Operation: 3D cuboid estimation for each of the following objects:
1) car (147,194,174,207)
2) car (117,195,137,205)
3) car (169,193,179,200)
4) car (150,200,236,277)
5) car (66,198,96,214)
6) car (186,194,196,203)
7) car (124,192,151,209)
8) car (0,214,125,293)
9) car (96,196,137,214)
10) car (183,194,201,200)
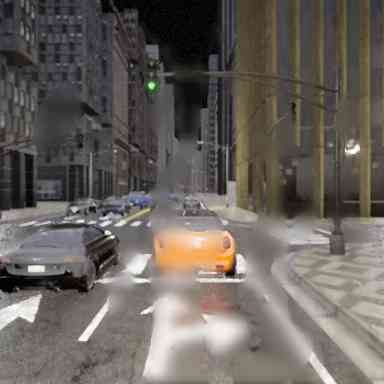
[{"bbox_3d":[-3.256,1.294,35.013,1.837,1.490,4.892,0,0,0],"label":"car"},{"bbox_3d":[-9.936,1.219,51.240,2.033,1.411,5.357,0,0,0],"label":"car"},{"bbox_3d":[-3.433,0.956,60.401,2.097,1.767,4.553,0,0,0],"label":"car"},{"bbox_3d":[0.068,1.296,10.217,2.097,1.767,4.553,0,0,0],"label":"car"},{"bbox_3d":[-9.948,1.313,30.457,2.128,1.511,4.902,0,0,-1],"label":"car"},{"bbox_3d":[-0.179,1.125,61.225,1.812,1.442,4.674,0,1,0],"label":"car"},{"bbox_3d":[-6.730,0.973,40.340,2.150,2.045,5.566,0,0,0],"label":"car"},{"bbox_3d":[-3.176,1.519,8.777,1.994,1.385,4.181,0,0,0],"label":"car"},{"bbox_3d":[-6.691,1.371,30.160,2.033,1.411,5.357,0,0,0],"label":"car"},{"bbox_3d":[-0.015,1.257,38.234,2.128,1.511,4.902,0,0,0],"label":"car"}]
